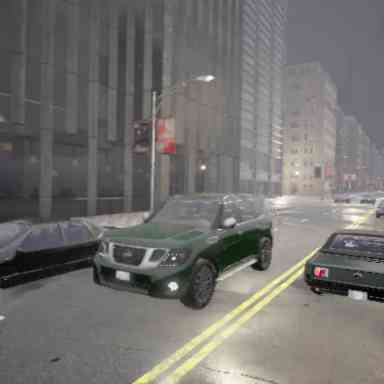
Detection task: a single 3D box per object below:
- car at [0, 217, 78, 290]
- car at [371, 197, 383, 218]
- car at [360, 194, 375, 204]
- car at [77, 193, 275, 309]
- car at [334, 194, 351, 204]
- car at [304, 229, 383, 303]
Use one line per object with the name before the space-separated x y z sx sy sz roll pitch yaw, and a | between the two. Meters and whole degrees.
car | -3.671 1.346 7.939 2.033 1.411 5.357 1 1 32
car | 15.543 1.307 25.976 2.033 1.411 5.357 1 1 32
car | 25.671 1.040 48.436 2.033 1.411 5.357 1 1 32
car | 0.272 1.076 8.097 2.150 2.045 5.566 1 1 32
car | 22.266 0.958 49.147 1.812 1.442 4.674 1 1 32
car | 4.112 1.518 7.746 1.895 1.301 4.718 1 1 32
